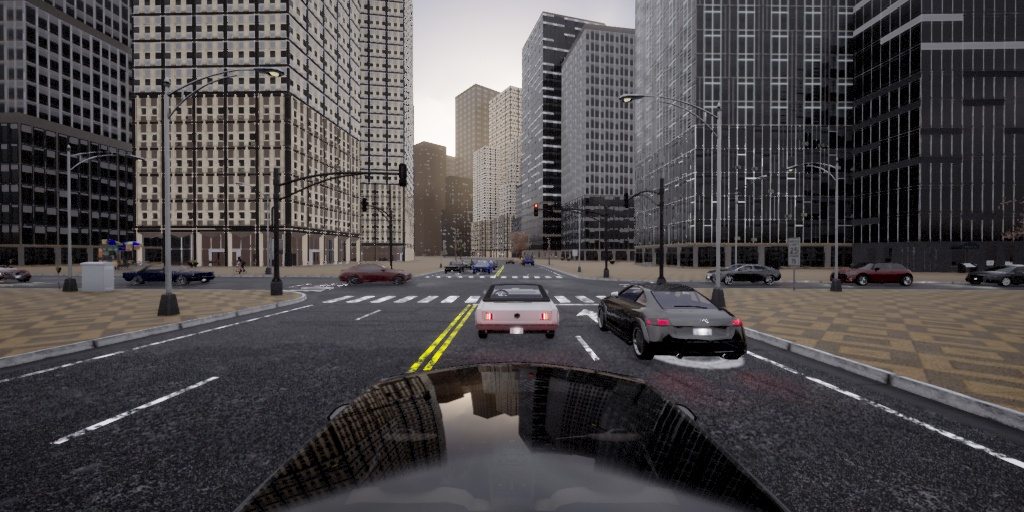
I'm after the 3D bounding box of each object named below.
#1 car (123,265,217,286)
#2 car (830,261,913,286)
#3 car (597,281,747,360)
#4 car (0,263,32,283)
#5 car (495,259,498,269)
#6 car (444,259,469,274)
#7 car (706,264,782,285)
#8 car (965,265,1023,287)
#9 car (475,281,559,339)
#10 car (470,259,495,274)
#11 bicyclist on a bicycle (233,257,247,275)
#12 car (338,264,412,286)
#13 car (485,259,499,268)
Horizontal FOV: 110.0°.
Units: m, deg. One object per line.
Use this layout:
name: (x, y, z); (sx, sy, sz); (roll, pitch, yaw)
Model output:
car: (-22.572, 1.255, 23.768); (4.718, 1.301, 1.895); (0, 0, 2)
car: (25.932, 1.204, 26.004); (4.553, 1.767, 2.097); (0, 0, 1)
car: (3.364, 1.312, 8.361); (1.994, 1.385, 4.181); (0, 0, 0)
car: (-35.417, 1.119, 24.099); (4.674, 1.442, 1.812); (0, 0, 2)
car: (-3.282, 1.230, 50.032); (1.812, 1.442, 4.674); (0, 0, 0)
car: (-6.547, 1.321, 41.361); (1.895, 1.301, 4.718); (0, 0, 0)
car: (16.849, 1.302, 26.211); (4.902, 1.511, 2.128); (0, 0, 1)
car: (35.833, 1.402, 25.778); (4.892, 1.490, 1.837); (0, 0, 1)
car: (0.111, 1.348, 10.078); (1.895, 1.301, 4.718); (0, 0, 0)
car: (-3.296, 1.199, 40.688); (1.882, 1.535, 5.008); (0, 0, 0)
bicyclist on a bicycle: (-24.665, 0.872, 32.554); (0.582, 1.620, 1.656); (0, 1, 1)
car: (-9.250, 1.233, 24.448); (4.674, 1.442, 1.812); (0, 1, -11)
car: (-3.270, 1.231, 60.410); (2.033, 1.411, 5.357); (0, 0, 0)
